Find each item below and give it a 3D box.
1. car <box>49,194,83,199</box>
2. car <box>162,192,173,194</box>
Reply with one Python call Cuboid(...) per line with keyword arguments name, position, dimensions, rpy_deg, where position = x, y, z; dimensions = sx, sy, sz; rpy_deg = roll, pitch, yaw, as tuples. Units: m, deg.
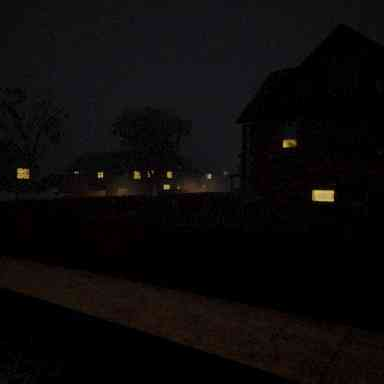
Cuboid(name="car", position=(-13.027, 0.958, 33.202), dimensions=(1.882, 1.535, 5.008), rpy_deg=(1, 2, 36))
Cuboid(name="car", position=(-3.484, 0.707, 46.087), dimensions=(1.895, 1.301, 4.718), rpy_deg=(1, 2, 37))
